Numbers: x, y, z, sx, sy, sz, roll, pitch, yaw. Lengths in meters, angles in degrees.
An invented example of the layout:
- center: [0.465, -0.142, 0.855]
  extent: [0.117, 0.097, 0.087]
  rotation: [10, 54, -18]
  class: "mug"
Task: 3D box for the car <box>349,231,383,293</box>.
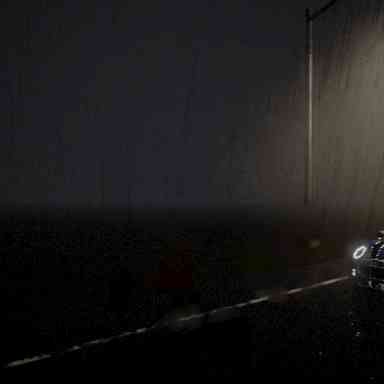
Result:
- center: [5.888, 1.421, 8.188]
  extent: [4.553, 1.767, 2.097]
  rotation: [1, 0, -35]
  class: "car"
